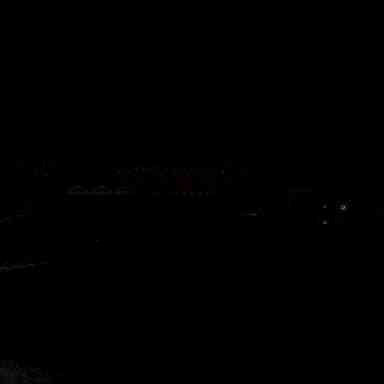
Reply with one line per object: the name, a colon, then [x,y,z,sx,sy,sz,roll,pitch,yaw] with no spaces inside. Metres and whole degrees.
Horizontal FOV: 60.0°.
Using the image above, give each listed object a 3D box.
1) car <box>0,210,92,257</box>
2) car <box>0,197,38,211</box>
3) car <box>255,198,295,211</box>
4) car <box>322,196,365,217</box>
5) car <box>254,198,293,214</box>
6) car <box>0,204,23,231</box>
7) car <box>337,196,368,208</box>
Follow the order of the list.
car: [-6.097,1.552,11.963,4.892,1.490,1.837,0,0,-42]
car: [-10.859,1.305,17.098,5.566,2.045,2.150,0,0,-42]
car: [10.212,1.485,40.561,5.357,1.411,2.033,0,0,-41]
car: [13.345,1.262,29.309,4.553,1.767,2.097,0,0,-42]
car: [8.226,1.514,34.123,4.181,1.385,1.994,0,0,-42]
car: [-13.036,1.593,19.842,4.902,1.511,2.128,0,0,-42]
car: [22.620,1.370,46.740,4.902,1.511,2.128,0,0,-41]
